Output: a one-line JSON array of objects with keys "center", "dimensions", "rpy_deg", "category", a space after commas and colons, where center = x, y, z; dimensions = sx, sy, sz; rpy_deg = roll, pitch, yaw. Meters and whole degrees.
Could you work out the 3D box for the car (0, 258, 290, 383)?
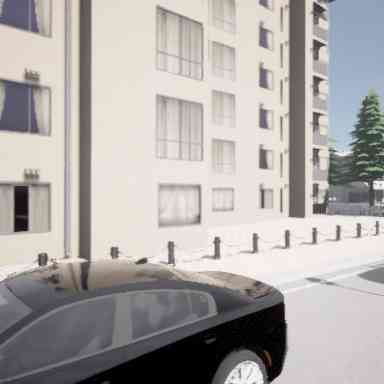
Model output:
[{"center": [-1.217, 1.479, 3.124], "dimensions": [5.008, 1.535, 1.882], "rpy_deg": [0, 0, -35], "category": "car"}]
